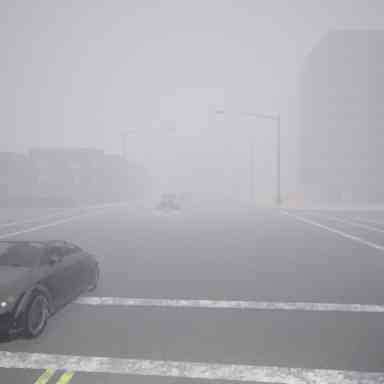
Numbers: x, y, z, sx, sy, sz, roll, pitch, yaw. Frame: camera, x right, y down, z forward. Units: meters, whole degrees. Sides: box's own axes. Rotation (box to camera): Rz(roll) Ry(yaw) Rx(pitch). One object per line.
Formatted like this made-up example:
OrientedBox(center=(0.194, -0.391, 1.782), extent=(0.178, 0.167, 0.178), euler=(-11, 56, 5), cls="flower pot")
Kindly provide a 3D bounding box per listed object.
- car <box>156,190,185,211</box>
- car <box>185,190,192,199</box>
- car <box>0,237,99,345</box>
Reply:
OrientedBox(center=(-2.172, 0.850, 32.306), extent=(2.097, 1.767, 4.553), euler=(0, 1, 2), cls="car")
OrientedBox(center=(-1.049, 0.401, 58.509), extent=(1.882, 1.535, 5.008), euler=(0, 1, 2), cls="car")
OrientedBox(center=(-3.282, 1.602, 6.383), extent=(1.994, 1.385, 4.181), euler=(0, -2, 2), cls="car")
